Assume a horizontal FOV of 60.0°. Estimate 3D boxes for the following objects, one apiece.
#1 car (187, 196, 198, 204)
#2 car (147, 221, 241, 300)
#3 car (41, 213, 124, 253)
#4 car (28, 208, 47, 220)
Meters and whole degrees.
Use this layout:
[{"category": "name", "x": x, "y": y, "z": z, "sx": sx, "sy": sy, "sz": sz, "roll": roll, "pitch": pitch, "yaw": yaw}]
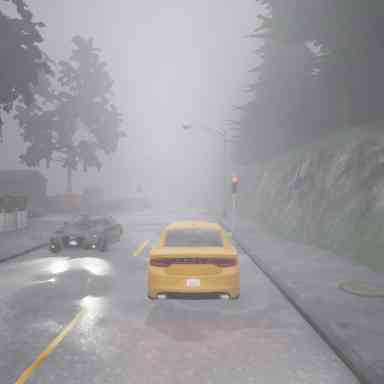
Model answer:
[{"category": "car", "x": 0.102, "y": 1.477, "z": 66.110, "sx": 1.882, "sy": 1.535, "sz": 5.008, "roll": 0, "pitch": 0, "yaw": 0}, {"category": "car", "x": 0.048, "y": 1.478, "z": 8.463, "sx": 1.882, "sy": 1.535, "sz": 5.008, "roll": 0, "pitch": 0, "yaw": 1}, {"category": "car", "x": -4.083, "y": 1.564, "z": 13.431, "sx": 1.994, "sy": 1.385, "sz": 4.181, "roll": 0, "pitch": 0, "yaw": 0}, {"category": "car", "x": -14.575, "y": 1.601, "z": 27.426, "sx": 4.718, "sy": 1.301, "sz": 1.895, "roll": 0, "pitch": 0, "yaw": -1}]
